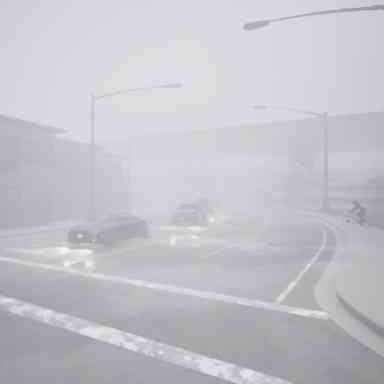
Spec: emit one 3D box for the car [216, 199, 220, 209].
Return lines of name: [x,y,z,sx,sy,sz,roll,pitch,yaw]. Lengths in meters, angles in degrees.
car: [2.652,1.673,49.452,2.128,1.511,4.902,1,-1,-17]

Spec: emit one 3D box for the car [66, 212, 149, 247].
car: [-3.816,1.656,15.662,1.994,1.385,4.181,0,0,26]

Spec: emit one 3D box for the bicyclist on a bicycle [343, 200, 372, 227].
bicyclist on a bicycle: [10.256,1.352,20.683,1.656,1.620,0.582,0,0,16]

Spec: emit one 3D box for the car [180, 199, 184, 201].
car: [0.133,1.705,45.015,1.895,1.301,4.718,0,-1,-12]

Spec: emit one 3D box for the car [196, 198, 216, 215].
car: [1.077,1.403,35.067,2.097,1.767,4.553,0,0,-1]

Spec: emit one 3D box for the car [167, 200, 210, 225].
car: [-0.157,1.602,25.167,1.812,1.442,4.674,0,0,14]

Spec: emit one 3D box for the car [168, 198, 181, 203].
car: [-2.793,1.950,61.003,1.837,1.490,4.892,1,-2,-32]
